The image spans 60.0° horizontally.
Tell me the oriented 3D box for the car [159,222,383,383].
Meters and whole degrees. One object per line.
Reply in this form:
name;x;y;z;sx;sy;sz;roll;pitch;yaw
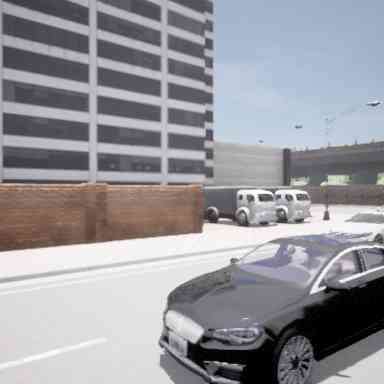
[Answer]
car;1.841;1.485;5.251;4.902;1.511;2.128;0;0;-35

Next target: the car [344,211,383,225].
car;7.430;1.500;13.510;4.674;1.442;1.812;0;0;-35
